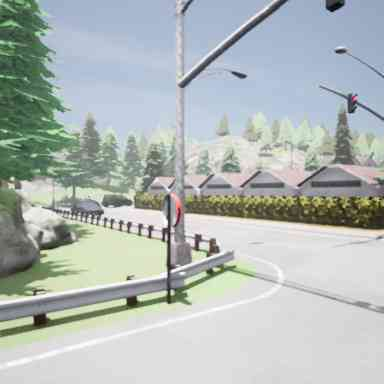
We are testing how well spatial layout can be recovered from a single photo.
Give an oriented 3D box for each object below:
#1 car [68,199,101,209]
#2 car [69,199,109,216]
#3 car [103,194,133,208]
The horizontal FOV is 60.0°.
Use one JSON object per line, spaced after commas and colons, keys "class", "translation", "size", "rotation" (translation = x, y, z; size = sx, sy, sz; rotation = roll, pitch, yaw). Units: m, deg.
{"class": "car", "translation": [-16.292, 1.795, 50.693], "size": [2.033, 1.411, 5.357], "rotation": [0, 0, 18]}
{"class": "car", "translation": [-10.699, 1.741, 33.955], "size": [2.033, 1.411, 5.357], "rotation": [0, 0, -36]}
{"class": "car", "translation": [-11.676, 1.399, 52.472], "size": [2.150, 2.045, 5.566], "rotation": [0, -1, 27]}
